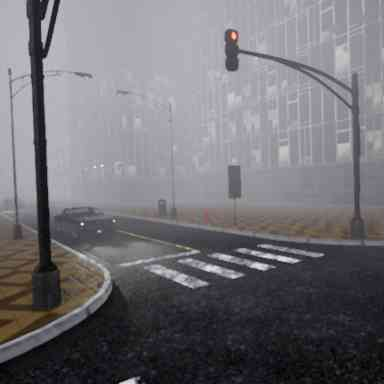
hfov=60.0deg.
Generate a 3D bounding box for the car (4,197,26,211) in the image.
[{"bbox_3d":[-20.537,1.336,38.353,2.033,1.411,5.357,-3,2,-34],"label":"car"}]

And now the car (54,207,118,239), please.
[{"bbox_3d":[-5.389,1.435,16.614,1.895,1.301,4.718,-3,2,-35],"label":"car"}]
